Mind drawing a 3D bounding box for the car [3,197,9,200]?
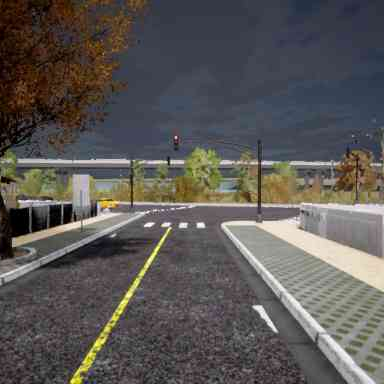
[{"bbox_3d":[-40.869,1.720,72.048,4.902,1.511,2.128,-1,2,36],"label":"car"}]

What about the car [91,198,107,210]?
[{"bbox_3d":[-14.033,1.719,44.397,5.008,1.535,1.882,0,2,36],"label":"car"}]

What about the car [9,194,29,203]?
[{"bbox_3d":[-38.941,1.440,74.654,4.553,1.767,2.097,-1,2,36],"label":"car"}]

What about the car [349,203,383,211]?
[{"bbox_3d":[13.886,1.518,24.268,4.674,1.442,1.812,-1,1,36],"label":"car"}]

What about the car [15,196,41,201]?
[{"bbox_3d":[-27.158,1.833,53.963,5.008,1.535,1.882,-1,2,36],"label":"car"}]

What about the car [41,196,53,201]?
[{"bbox_3d":[-26.309,1.803,57.384,5.357,1.411,2.033,-1,2,37],"label":"car"}]

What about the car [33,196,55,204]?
[{"bbox_3d":[-30.521,1.600,68.546,4.892,1.490,1.837,-1,2,36],"label":"car"}]

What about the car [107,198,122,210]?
[{"bbox_3d":[-12.047,1.608,46.970,5.008,1.535,1.882,0,2,36],"label":"car"}]
